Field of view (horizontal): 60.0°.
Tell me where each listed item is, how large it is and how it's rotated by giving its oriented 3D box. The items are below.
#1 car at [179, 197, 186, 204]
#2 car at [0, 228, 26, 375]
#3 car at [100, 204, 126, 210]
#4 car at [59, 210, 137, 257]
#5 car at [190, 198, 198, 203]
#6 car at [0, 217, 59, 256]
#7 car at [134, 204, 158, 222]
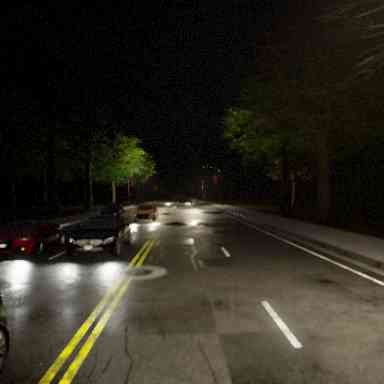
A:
[{"bbox_3d":[-2.673,2.354,94.007,2.097,1.767,4.553,-1,-1,-2],"label":"car"},{"bbox_3d":[-3.354,1.418,2.372,2.097,1.767,4.553,-1,-1,-2],"label":"car"},{"bbox_3d":[-7.408,1.913,31.382,1.837,1.490,4.892,-1,-1,-1],"label":"car"},{"bbox_3d":[-3.685,1.711,13.953,1.812,1.442,4.674,-1,-1,-2],"label":"car"},{"bbox_3d":[0.577,2.483,94.130,1.812,1.442,4.674,-1,-1,-2],"label":"car"},{"bbox_3d":[-6.945,1.791,14.058,1.994,1.385,4.181,-1,-1,-2],"label":"car"},{"bbox_3d":[-4.125,1.828,29.987,1.882,1.535,5.008,-1,-1,-1],"label":"car"}]
